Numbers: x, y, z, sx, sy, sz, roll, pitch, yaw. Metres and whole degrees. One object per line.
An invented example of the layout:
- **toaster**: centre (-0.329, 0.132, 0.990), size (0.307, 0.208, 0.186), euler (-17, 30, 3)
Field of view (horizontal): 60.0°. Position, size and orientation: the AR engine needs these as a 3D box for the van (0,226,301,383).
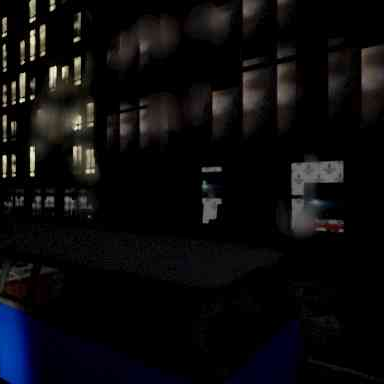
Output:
- **van**: centre (-0.909, 1.340, 3.522), size (3.998, 1.788, 1.690), euler (0, 0, 35)
